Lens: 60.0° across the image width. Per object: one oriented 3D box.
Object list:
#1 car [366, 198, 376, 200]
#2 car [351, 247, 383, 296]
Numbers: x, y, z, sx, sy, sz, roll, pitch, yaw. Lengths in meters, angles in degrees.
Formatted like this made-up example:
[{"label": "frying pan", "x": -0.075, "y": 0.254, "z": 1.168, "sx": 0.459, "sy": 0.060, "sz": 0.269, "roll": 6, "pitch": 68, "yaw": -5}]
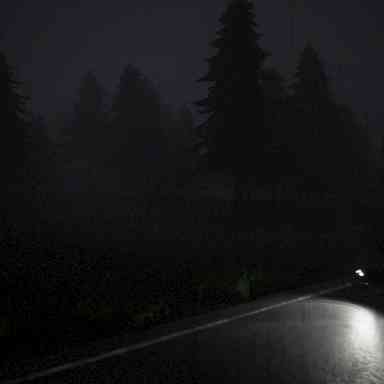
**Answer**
[{"label": "car", "x": 35.687, "y": 1.963, "z": 67.359, "sx": 3.988, "sy": 1.617, "sz": 1.851, "roll": 1, "pitch": 0, "yaw": -36}, {"label": "car", "x": 6.025, "y": 1.632, "z": 7.978, "sx": 5.357, "sy": 1.411, "sz": 2.033, "roll": 1, "pitch": 0, "yaw": -36}]
